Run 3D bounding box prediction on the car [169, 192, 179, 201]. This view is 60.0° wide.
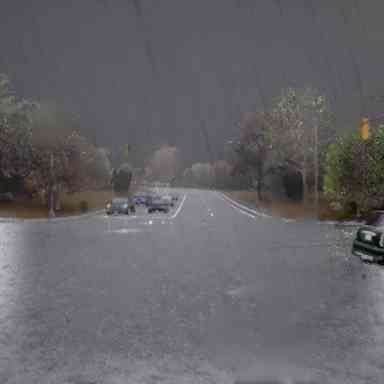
[{"bbox_3d":[-3.255,0.725,57.005,1.837,1.490,4.892,0,3,1],"label":"car"}]

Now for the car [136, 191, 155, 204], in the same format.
[{"bbox_3d":[-6.854,0.887,45.866,2.150,2.045,5.566,0,2,1],"label":"car"}]

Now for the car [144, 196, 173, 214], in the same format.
[{"bbox_3d":[-3.421,1.450,35.007,2.033,1.411,5.357,0,1,0],"label":"car"}]

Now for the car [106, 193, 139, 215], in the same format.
[{"bbox_3d":[-6.972,1.277,33.028,2.097,1.767,4.553,0,1,2],"label":"car"}]

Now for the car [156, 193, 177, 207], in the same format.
[{"bbox_3d":[-3.362,1.231,44.537,1.812,1.442,4.674,0,2,0],"label":"car"}]

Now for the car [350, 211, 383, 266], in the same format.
[{"bbox_3d":[7.026,1.283,9.244,4.553,1.767,2.097,0,0,1],"label":"car"}]

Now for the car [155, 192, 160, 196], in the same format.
[{"bbox_3d":[-6.697,0.628,61.017,1.895,1.301,4.718,0,3,1],"label":"car"}]
